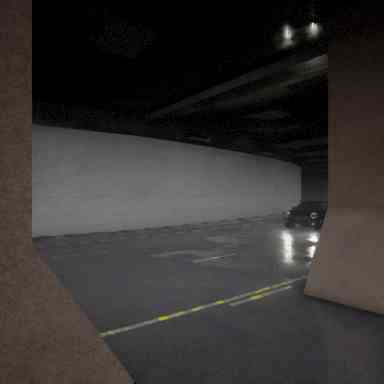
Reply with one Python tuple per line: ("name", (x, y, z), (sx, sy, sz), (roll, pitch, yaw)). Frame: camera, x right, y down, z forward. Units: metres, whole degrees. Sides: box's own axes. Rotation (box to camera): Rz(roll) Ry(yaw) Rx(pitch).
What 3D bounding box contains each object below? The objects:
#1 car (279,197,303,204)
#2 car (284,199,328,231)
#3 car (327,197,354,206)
("car", (19.323, 1.608, 65.065), (1.895, 1.301, 4.718), (0, 0, -26))
("car", (7.580, 1.352, 20.958), (2.097, 1.767, 4.553), (0, 0, 40))
("car", (25.346, 1.600, 57.060), (1.895, 1.301, 4.718), (0, 0, -9))
